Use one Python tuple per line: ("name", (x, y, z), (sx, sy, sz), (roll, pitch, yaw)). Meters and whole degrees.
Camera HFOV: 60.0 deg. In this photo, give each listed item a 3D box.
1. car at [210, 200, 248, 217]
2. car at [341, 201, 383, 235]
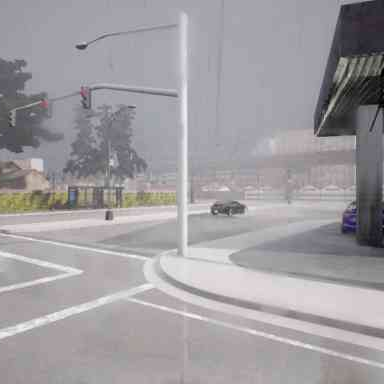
("car", (3.615, 1.504, 31.836), (1.837, 1.490, 4.892), (0, 0, 36))
("car", (9.490, 1.295, 17.698), (2.242, 1.667, 4.611), (0, 0, 37))
